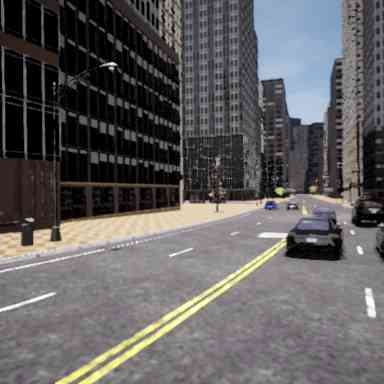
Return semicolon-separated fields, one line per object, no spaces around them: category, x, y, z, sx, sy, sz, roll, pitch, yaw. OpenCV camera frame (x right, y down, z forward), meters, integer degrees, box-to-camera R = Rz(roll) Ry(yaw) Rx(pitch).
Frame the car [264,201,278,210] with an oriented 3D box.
car;12.600;2.107;52.849;1.812;1.442;4.674;0;-1;19

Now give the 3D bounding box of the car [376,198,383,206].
car;43.305;2.203;72.736;5.009;1.841;2.192;0;0;20

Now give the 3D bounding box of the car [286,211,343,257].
car;5.140;1.716;13.784;1.994;1.385;4.181;0;-1;25

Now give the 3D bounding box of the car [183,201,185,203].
car;-4.112;2.398;89.517;4.313;1.339;1.947;0;0;20

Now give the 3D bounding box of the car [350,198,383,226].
car;13.657;1.487;25.714;2.150;2.045;5.566;0;0;21

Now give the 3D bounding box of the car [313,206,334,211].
car;10.614;1.833;26.846;2.033;1.411;5.357;0;-1;21

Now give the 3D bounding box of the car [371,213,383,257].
car;8.103;1.693;12.441;1.994;1.385;4.181;0;-1;25

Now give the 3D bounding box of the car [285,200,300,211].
car;15.547;2.044;51.435;2.128;1.511;4.902;0;-1;19

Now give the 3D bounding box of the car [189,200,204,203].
car;1.219;2.421;87.547;4.206;1.307;1.802;0;0;20

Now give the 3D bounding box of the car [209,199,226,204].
car;6.566;2.412;85.613;4.313;1.339;1.947;0;0;20
